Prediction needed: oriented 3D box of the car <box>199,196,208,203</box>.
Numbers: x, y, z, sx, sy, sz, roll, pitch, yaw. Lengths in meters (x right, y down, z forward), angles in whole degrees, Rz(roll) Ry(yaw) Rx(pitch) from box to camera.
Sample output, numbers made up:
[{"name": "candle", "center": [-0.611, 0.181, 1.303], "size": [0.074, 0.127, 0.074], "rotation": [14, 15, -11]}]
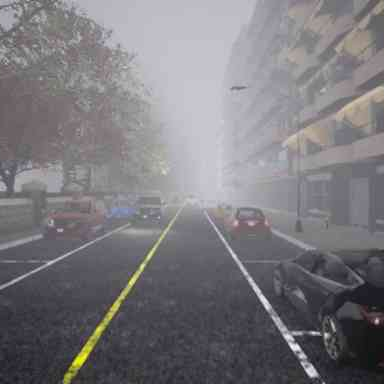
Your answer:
[{"name": "car", "center": [2.650, 1.755, 78.831], "size": [1.887, 1.381, 4.507], "rotation": [0, 0, 0]}]

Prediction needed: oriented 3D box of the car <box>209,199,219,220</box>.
[{"name": "car", "center": [2.676, 1.584, 28.327], "size": [1.752, 1.417, 4.829], "rotation": [0, 0, 0]}]

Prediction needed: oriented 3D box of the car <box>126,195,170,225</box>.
[{"name": "car", "center": [-3.112, 1.270, 24.820], "size": [2.150, 2.045, 5.566], "rotation": [0, 0, 0]}]

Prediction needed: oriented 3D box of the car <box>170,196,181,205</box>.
[{"name": "car", "center": [-3.053, 1.663, 64.749], "size": [1.837, 1.490, 4.892], "rotation": [0, 0, 0]}]

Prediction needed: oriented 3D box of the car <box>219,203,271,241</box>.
[{"name": "car", "center": [2.682, 1.472, 16.897], "size": [1.967, 1.590, 4.097], "rotation": [0, 0, 0]}]

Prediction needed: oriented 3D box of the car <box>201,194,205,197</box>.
[{"name": "car", "center": [2.653, 1.735, 73.200], "size": [1.887, 1.381, 4.507], "rotation": [0, 0, 0]}]

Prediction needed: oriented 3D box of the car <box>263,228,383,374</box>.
[{"name": "car", "center": [2.688, 1.576, 5.637], "size": [1.947, 1.339, 4.313], "rotation": [0, 0, 0]}]

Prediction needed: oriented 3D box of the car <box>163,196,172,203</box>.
[{"name": "car", "center": [-5.731, 1.650, 78.827], "size": [1.967, 1.590, 4.097], "rotation": [0, 0, 0]}]

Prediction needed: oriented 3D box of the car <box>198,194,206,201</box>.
[{"name": "car", "center": [2.643, 1.567, 90.091], "size": [2.192, 1.841, 5.009], "rotation": [0, 0, 0]}]

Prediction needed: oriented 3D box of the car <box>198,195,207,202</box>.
[{"name": "car", "center": [2.647, 1.672, 84.460], "size": [1.967, 1.590, 4.097], "rotation": [0, 0, 0]}]

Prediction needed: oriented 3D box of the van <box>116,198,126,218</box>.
[{"name": "van", "center": [-5.704, 1.398, 28.153], "size": [1.690, 1.788, 3.998], "rotation": [0, 0, 0]}]

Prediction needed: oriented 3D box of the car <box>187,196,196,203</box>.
[{"name": "car", "center": [-0.038, 1.684, 76.319], "size": [2.033, 1.411, 5.357], "rotation": [0, 0, 0]}]

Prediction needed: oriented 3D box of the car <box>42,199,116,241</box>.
[{"name": "car", "center": [-5.698, 1.346, 16.893], "size": [2.192, 1.841, 5.009], "rotation": [0, 0, 0]}]

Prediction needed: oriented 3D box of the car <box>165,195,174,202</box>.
[{"name": "car", "center": [-5.734, 1.671, 84.455], "size": [1.967, 1.590, 4.097], "rotation": [0, 0, 0]}]

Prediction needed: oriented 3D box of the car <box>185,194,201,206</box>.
[{"name": "car", "center": [-0.030, 1.368, 60.189], "size": [2.150, 2.045, 5.566], "rotation": [0, 0, 0]}]

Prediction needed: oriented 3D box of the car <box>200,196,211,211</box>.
[{"name": "car", "center": [2.332, 1.619, 41.810], "size": [1.812, 1.442, 4.674], "rotation": [0, 0, 0]}]
